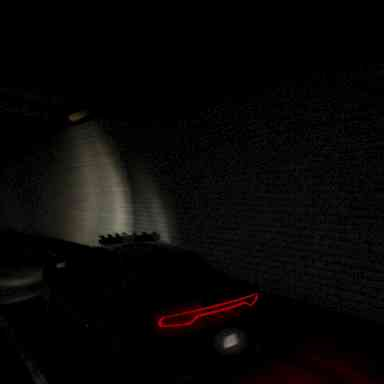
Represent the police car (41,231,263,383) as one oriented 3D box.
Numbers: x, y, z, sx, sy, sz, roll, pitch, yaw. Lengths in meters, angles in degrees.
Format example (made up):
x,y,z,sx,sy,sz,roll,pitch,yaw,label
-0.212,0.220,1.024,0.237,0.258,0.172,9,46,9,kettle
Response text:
x,y,z,sx,sy,sz,roll,pitch,yaw,label
-1.170,1.532,5.851,1.930,1.638,5.238,1,-1,-39,police car
